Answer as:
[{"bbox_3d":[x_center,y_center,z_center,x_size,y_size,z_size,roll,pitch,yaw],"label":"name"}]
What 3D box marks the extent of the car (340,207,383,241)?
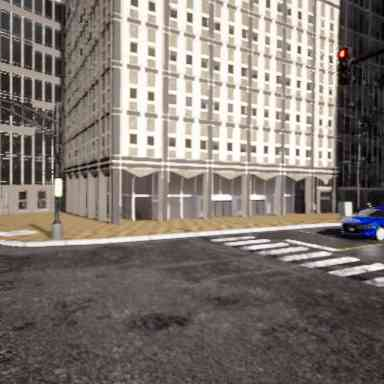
[{"bbox_3d":[9.795,1.526,17.213,5.008,1.535,1.882,0,1,-31],"label":"car"}]
